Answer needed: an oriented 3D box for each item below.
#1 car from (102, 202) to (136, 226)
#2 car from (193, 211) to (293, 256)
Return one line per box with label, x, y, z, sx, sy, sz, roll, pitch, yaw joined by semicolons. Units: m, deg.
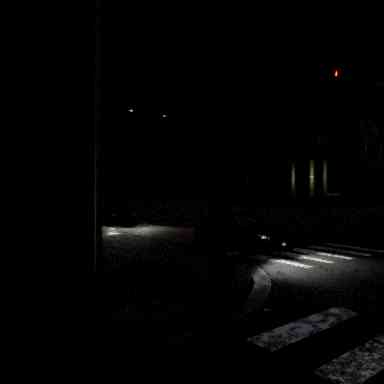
car;-5.792;1.484;24.025;1.882;1.535;5.008;0;0;-36
car;1.838;1.529;13.443;1.812;1.442;4.674;0;0;-36
